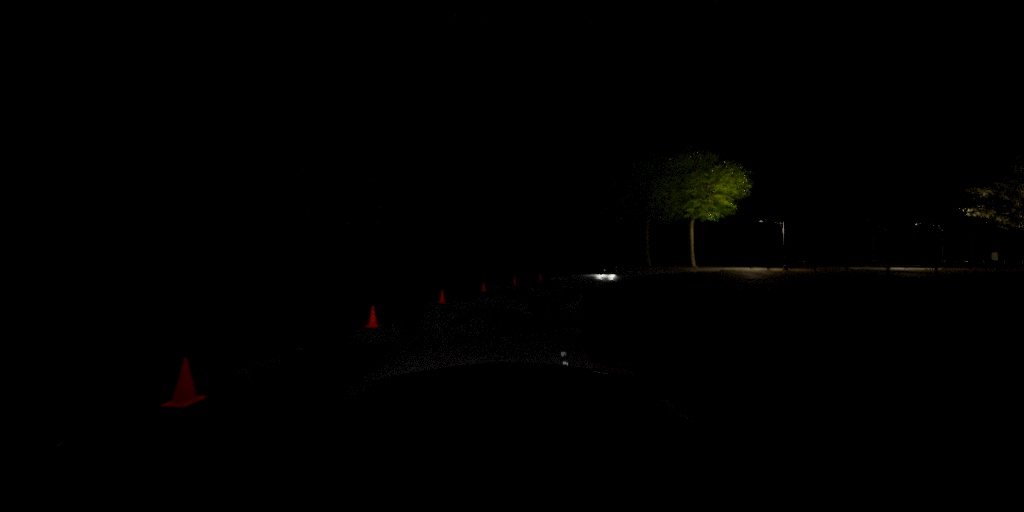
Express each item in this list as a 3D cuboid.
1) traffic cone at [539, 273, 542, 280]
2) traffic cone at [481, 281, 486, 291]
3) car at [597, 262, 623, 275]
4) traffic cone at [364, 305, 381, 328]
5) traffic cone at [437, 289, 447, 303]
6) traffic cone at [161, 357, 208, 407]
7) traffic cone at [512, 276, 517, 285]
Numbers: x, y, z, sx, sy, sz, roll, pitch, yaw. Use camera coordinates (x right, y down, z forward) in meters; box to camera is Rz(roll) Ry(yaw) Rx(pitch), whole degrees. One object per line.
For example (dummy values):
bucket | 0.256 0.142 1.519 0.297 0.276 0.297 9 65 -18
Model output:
traffic cone | 2.347 1.706 29.765 0.340 0.580 0.340 0 0 27
traffic cone | -1.585 1.683 20.139 0.340 0.580 0.340 0 0 18
car | 11.081 1.349 40.461 1.994 1.385 4.181 0 0 33
traffic cone | -3.881 1.667 9.998 0.340 0.580 0.340 0 0 8
traffic cone | -2.943 1.673 15.116 0.340 0.580 0.340 0 0 13
traffic cone | -4.394 1.663 4.821 0.340 0.580 0.340 0 0 3
traffic cone | 0.182 1.693 25.034 0.340 0.580 0.340 0 0 22
